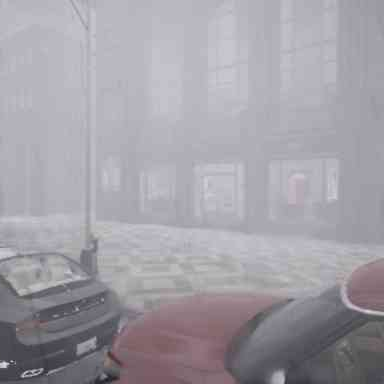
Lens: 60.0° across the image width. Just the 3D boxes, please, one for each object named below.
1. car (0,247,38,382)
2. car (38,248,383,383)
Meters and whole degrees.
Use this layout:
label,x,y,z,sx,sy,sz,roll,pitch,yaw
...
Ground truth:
label,x,y,z,sx,sy,sz,roll,pitch,yaw
car,-2.992,1.533,5.110,4.403,1.369,2.008,0,0,36
car,1.577,1.316,1.838,5.009,1.841,2.192,0,0,36
